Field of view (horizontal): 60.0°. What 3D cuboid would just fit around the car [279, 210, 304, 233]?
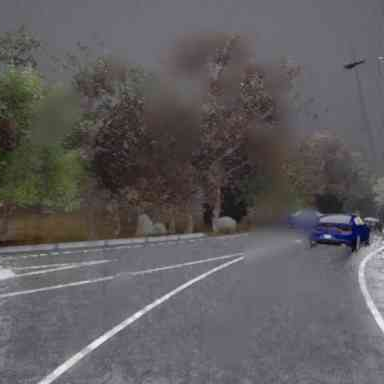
[{"bbox_3d":[7.533,1.967,22.286,1.882,1.535,5.008,1,-3,39],"label":"car"}]

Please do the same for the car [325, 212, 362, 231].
[{"bbox_3d":[13.733,2.656,29.949,1.837,1.490,4.892,1,-4,39],"label":"car"}]

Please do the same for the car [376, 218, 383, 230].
[{"bbox_3d":[20.664,3.659,38.509,1.812,1.442,4.674,1,-5,39],"label":"car"}]

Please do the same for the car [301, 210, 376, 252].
[{"bbox_3d":[6.932,1.738,15.384,1.882,1.535,5.008,1,-2,37],"label":"car"}]
